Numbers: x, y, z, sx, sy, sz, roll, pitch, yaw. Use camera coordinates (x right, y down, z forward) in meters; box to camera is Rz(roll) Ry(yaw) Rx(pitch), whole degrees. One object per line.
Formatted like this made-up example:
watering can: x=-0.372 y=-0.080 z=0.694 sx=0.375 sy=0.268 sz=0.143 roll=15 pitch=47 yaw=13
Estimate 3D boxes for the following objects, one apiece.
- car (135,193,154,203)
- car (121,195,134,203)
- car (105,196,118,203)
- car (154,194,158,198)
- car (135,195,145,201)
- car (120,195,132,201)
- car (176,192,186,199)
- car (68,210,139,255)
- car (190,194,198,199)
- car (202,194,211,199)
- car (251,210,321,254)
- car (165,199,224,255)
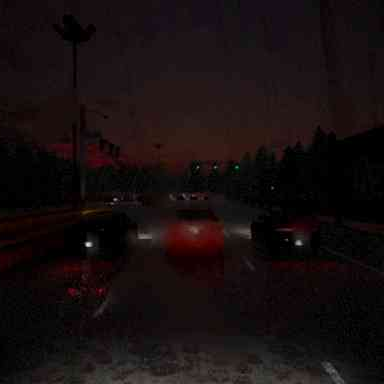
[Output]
car: x=-10.132 y=1.202 z=70.573 sx=2.150 sy=2.045 sz=5.566 roll=0 pitch=0 yaw=0
car: x=-13.632 y=1.332 z=70.652 sx=2.097 sy=1.767 sz=4.553 roll=0 pitch=0 yaw=0
car: x=-17.131 y=1.516 z=70.898 sx=2.033 sy=1.411 sz=5.357 roll=0 pitch=0 yaw=0
car: x=-10.044 y=1.321 z=86.355 sx=2.097 sy=1.767 sz=4.553 roll=0 pitch=0 yaw=0
car: x=-13.544 y=1.490 z=86.344 sx=1.812 sy=1.442 sz=4.674 roll=0 pitch=0 yaw=0
car: x=-17.043 y=1.505 z=86.480 sx=2.033 sy=1.411 sz=5.357 roll=0 pitch=0 yaw=0
car: x=-3.045 y=1.486 z=86.186 sx=1.812 sy=1.442 sz=4.674 roll=0 pitch=0 yaw=0
car: x=-3.390 y=1.504 z=13.440 sx=1.837 sy=1.490 sz=4.892 roll=0 pitch=-1 yaw=1
car: x=0.453 y=1.486 z=85.749 sx=2.128 sy=1.511 sz=4.902 roll=0 pitch=0 yaw=0
car: x=3.953 y=1.486 z=85.730 sx=2.128 sy=1.511 sz=4.902 roll=0 pitch=0 yaw=0
car: x=3.611 y=1.492 z=13.541 sx=2.128 sy=1.511 sz=4.902 roll=0 pitch=0 yaw=1
car: x=0.109 y=1.353 z=13.449 sx=2.097 sy=1.767 sz=4.553 roll=0 pitch=0 yaw=1
